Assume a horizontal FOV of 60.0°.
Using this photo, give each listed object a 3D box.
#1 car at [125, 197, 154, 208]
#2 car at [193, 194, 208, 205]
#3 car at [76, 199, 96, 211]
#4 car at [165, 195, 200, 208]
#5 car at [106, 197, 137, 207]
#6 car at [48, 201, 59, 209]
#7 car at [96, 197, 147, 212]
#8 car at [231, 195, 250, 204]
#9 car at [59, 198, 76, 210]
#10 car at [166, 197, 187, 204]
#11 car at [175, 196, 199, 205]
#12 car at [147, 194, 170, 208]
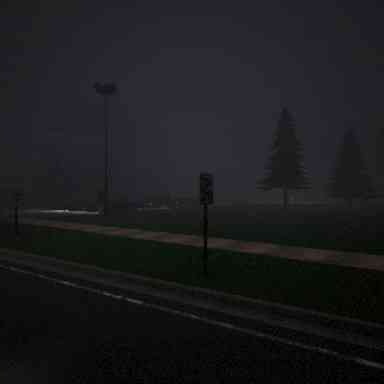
[{"bbox_3d":[-8.116,1.593,51.798,1.812,1.442,4.674,0,0,35],"label":"car"},{"bbox_3d":[1.084,1.284,58.850,2.150,2.045,5.566,0,0,36],"label":"car"},{"bbox_3d":[-11.184,1.607,41.315,2.033,1.411,5.357,0,0,35],"label":"car"},{"bbox_3d":[-1.367,1.559,49.250,1.837,1.490,4.892,0,0,35],"label":"car"},{"bbox_3d":[-11.265,1.576,53.416,1.837,1.490,4.892,0,0,35],"label":"car"},{"bbox_3d":[-16.995,1.550,45.217,1.882,1.535,5.008,0,0,35],"label":"car"},{"bbox_3d":[-8.244,1.601,39.411,2.033,1.411,5.357,0,0,35],"label":"car"},{"bbox_3d":[9.417,1.405,64.540,2.097,1.767,4.553,0,0,35],"label":"car"},{"bbox_3d":[-14.344,1.630,42.902,1.994,1.385,4.181,0,0,35],"label":"car"},{"bbox_3d":[-3.021,1.637,65.134,1.994,1.385,4.181,0,0,35],"label":"car"},{"bbox_3d":[-0.860,1.545,62.159,1.882,1.535,5.008,0,1,35],"label":"car"},{"bbox_3d":[-5.213,1.282,49.856,2.150,2.045,5.566,0,0,35],"label":"car"}]
